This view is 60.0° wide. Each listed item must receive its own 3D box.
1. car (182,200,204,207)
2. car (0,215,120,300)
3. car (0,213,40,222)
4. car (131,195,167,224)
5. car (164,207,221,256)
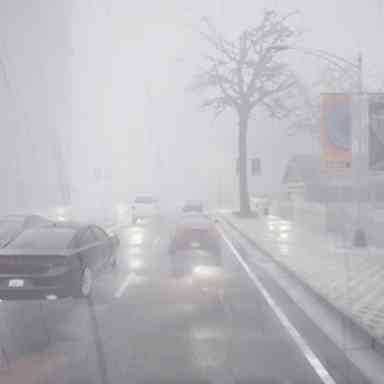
[{"bbox_3d":[0.094,1.468,30.682,1.882,1.535,5.008,0,0,0],"label":"car"},{"bbox_3d":[-3.152,1.481,8.448,1.882,1.535,5.008,0,0,0],"label":"car"},{"bbox_3d":[-6.598,1.529,12.341,1.812,1.442,4.674,0,0,0],"label":"car"},{"bbox_3d":[-3.155,1.218,25.207,2.150,2.045,5.566,0,0,0],"label":"car"},{"bbox_3d":[0.097,1.529,13.079,1.812,1.442,4.674,0,0,0],"label":"car"}]
